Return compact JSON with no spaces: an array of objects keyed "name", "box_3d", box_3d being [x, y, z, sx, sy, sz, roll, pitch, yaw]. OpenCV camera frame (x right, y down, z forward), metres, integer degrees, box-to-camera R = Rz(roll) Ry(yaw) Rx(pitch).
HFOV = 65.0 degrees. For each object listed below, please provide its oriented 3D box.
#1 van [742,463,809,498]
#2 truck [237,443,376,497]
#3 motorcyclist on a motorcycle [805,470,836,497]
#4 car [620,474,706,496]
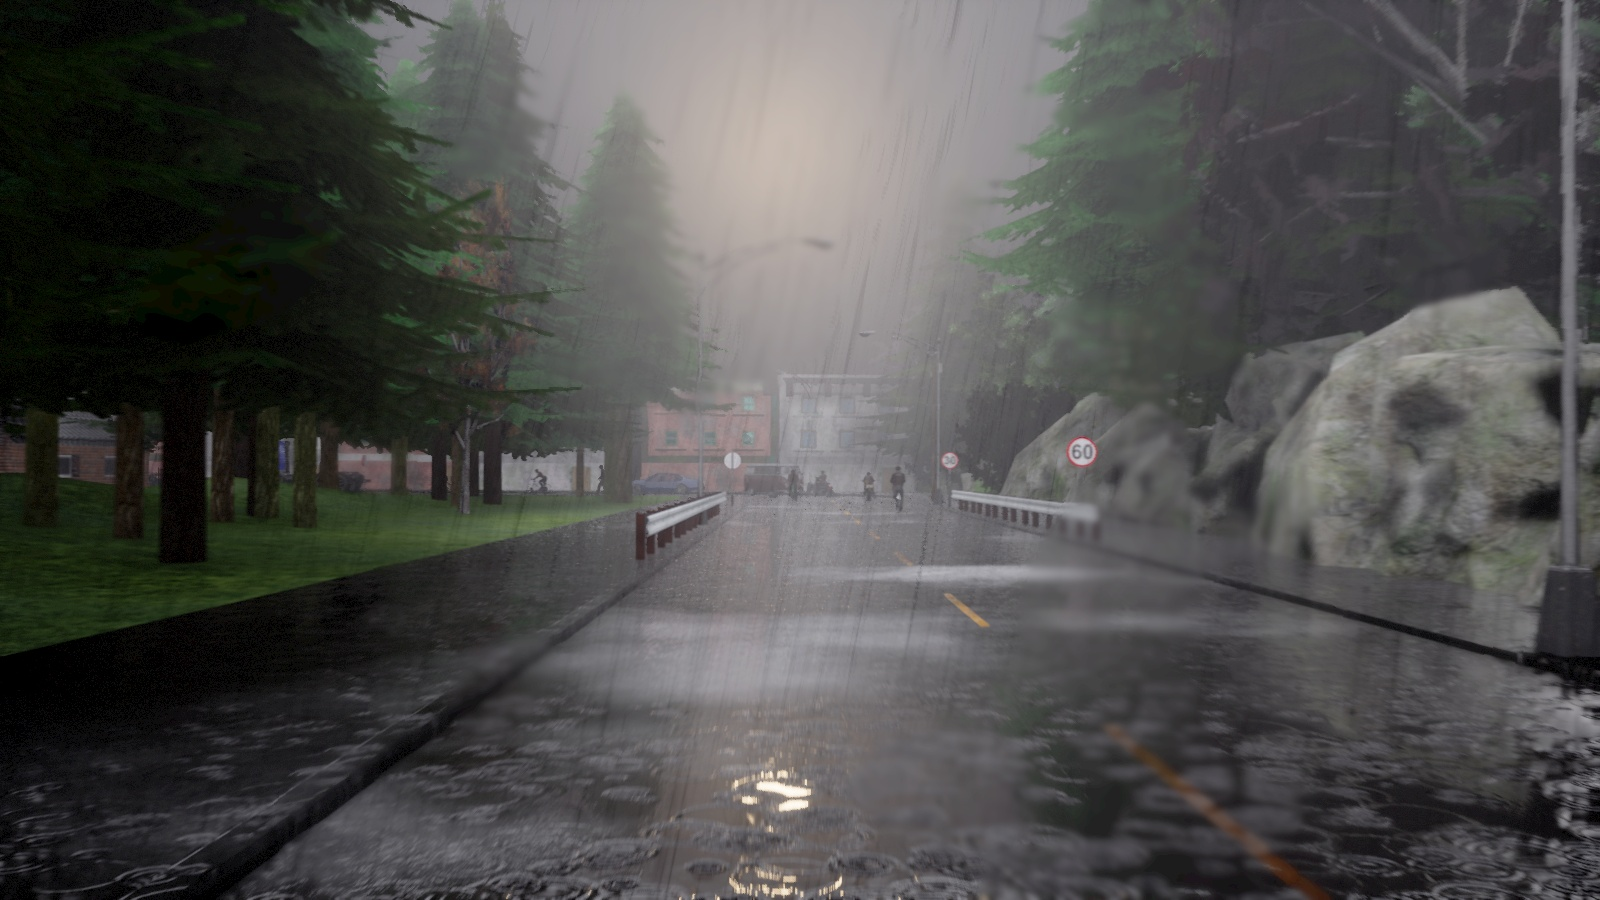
[{"name":"van","box_3d":[-1.462,1.798,73.654,1.775,1.987,4.442,1,-1,-34]},{"name":"truck","box_3d":[-32.225,1.328,82.198,7.936,3.462,2.891,0,-1,0]},{"name":"motorcyclist on a motorcycle","box_3d":[1.266,2.045,77.195,0.766,1.649,2.350,-1,-1,-31]},{"name":"car","box_3d":[-8.933,2.265,82.237,5.357,1.411,2.033,0,-1,3]}]
